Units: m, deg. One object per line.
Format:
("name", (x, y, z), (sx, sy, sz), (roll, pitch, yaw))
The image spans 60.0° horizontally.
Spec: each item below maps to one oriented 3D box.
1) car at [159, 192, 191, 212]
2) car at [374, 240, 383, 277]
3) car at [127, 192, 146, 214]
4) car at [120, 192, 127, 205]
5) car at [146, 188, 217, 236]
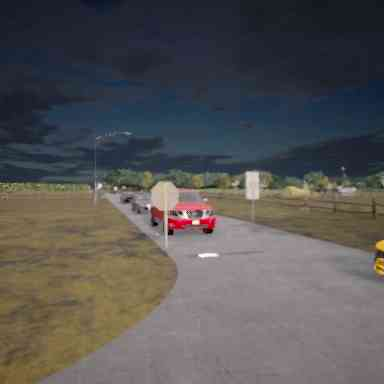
("car", (-1.623, 0.820, 29.579), (1.812, 1.442, 4.674), (0, 1, -17))
("car", (6.540, 1.372, 6.722), (5.008, 1.535, 1.882), (2, 4, 34))
("car", (-3.656, 0.862, 26.480), (2.128, 1.511, 4.902), (0, 2, -17))
("car", (-7.081, 0.694, 37.883), (1.895, 1.301, 4.718), (0, 1, -17))
("car", (-0.628, 0.847, 16.426), (2.150, 2.045, 5.566), (0, 1, -17))
